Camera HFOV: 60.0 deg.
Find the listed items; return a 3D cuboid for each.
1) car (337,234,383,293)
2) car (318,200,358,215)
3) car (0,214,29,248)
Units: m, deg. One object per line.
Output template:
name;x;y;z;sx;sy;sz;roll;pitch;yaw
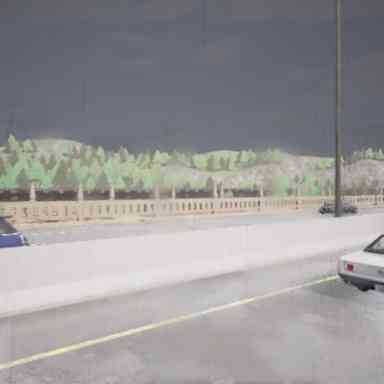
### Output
car;5.460;1.571;7.646;4.718;1.301;1.895;0;0;-36
car;13.685;1.465;31.087;4.181;1.385;1.994;0;0;-36
car;-6.414;1.354;8.014;4.553;1.767;2.097;0;0;-35
